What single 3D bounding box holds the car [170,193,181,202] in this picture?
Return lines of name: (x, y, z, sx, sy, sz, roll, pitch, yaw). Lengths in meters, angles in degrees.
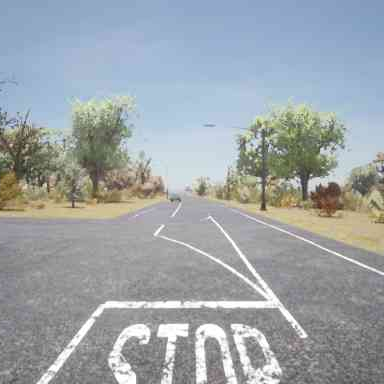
car: (-3.744, 1.275, 75.187, 2.150, 2.045, 5.566, 0, 0, 2)
